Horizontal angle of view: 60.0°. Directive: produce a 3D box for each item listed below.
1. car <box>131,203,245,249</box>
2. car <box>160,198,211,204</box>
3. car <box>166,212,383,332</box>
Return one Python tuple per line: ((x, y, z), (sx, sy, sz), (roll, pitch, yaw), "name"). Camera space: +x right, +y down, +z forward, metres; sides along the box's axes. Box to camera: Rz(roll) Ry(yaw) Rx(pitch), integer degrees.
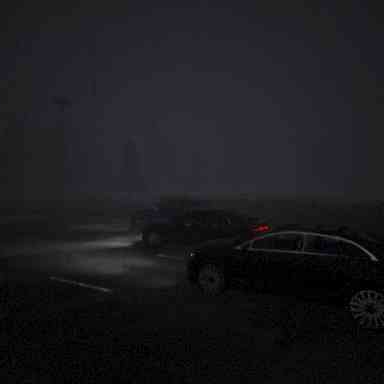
((0.381, 1.311, 11.923), (4.892, 1.490, 1.837), (0, 0, 32), "car")
((-0.867, 1.078, 16.644), (4.553, 1.767, 2.097), (1, 1, 29), "car")
((2.116, 1.394, 6.665), (4.902, 1.511, 2.128), (1, 1, 34), "car")
